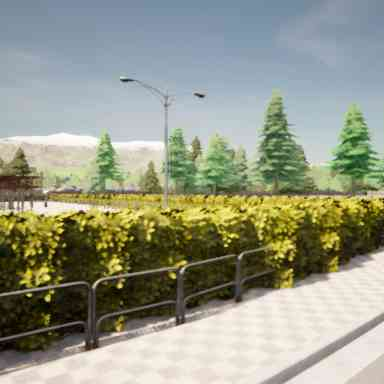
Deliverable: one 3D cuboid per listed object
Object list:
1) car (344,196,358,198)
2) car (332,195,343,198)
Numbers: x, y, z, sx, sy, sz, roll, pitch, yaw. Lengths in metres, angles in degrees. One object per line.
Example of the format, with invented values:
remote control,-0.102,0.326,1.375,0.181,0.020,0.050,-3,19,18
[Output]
car,35.475,1.490,72.833,1.994,1.385,4.181,0,0,5
car,36.318,1.458,82.771,1.895,1.301,4.718,0,0,5
